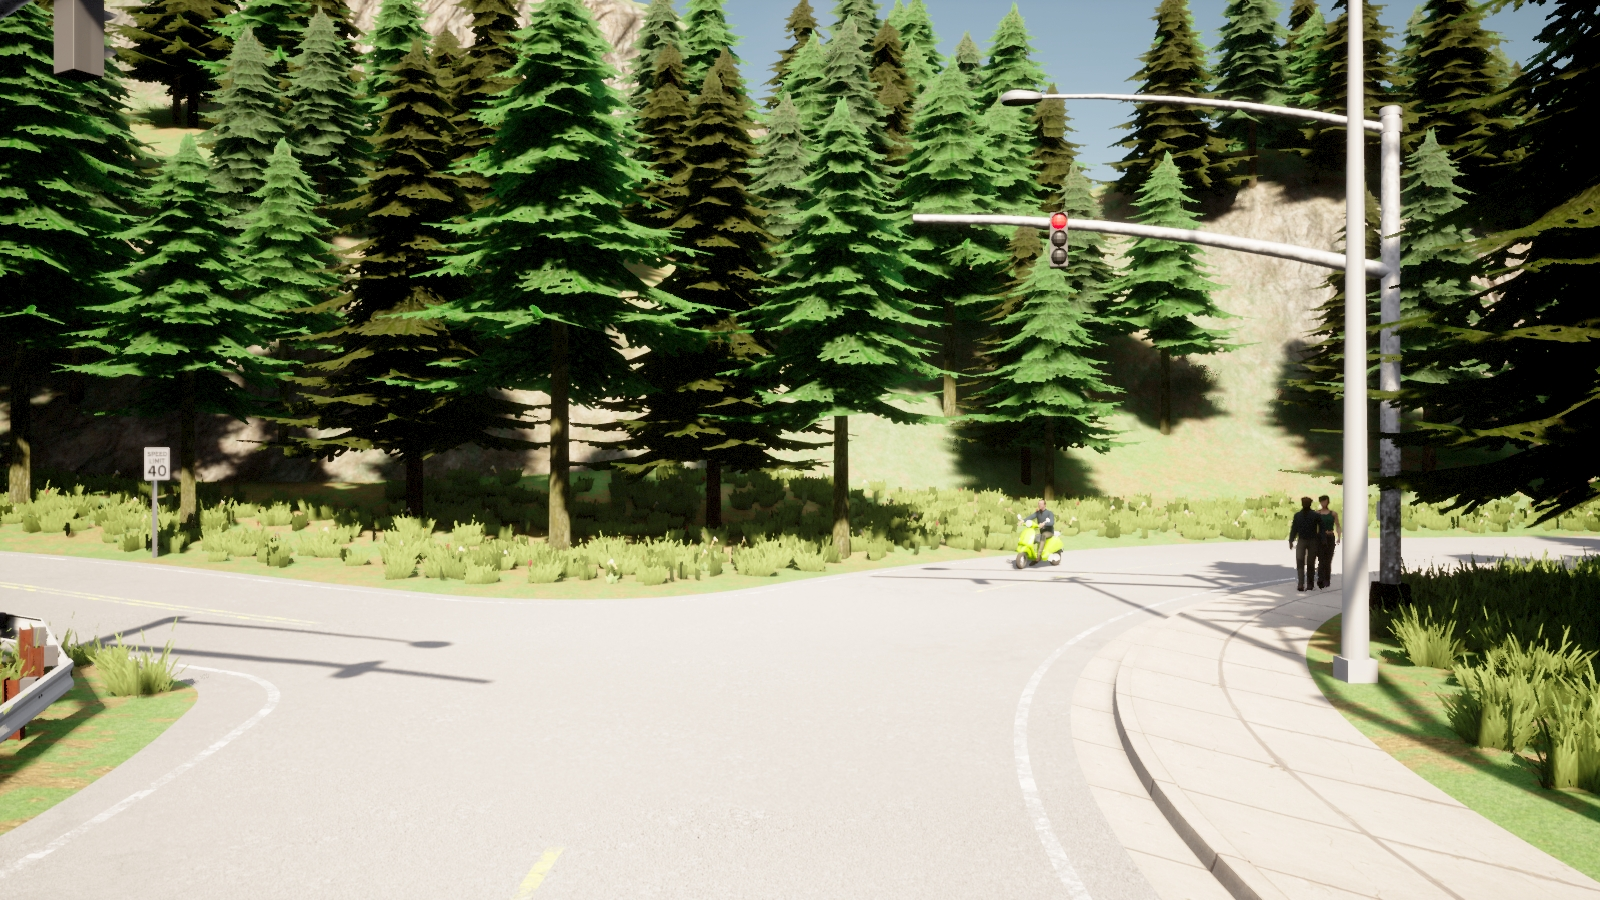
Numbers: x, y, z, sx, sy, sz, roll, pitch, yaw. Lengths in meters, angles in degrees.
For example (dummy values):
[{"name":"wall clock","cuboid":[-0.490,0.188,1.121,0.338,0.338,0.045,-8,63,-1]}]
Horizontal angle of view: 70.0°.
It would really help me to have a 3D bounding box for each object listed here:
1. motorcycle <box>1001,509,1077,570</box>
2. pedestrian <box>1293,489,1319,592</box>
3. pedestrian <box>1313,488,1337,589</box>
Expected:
[{"name":"motorcycle","cuboid":[5.702,2.113,27.217,1.805,1.316,0.856,0,0,-41]},{"name":"pedestrian","cuboid":[9.363,1.668,21.134,0.375,1.860,0.375,0,0,34]},{"name":"pedestrian","cuboid":[9.964,1.668,21.684,0.375,1.860,0.375,0,0,30]}]
